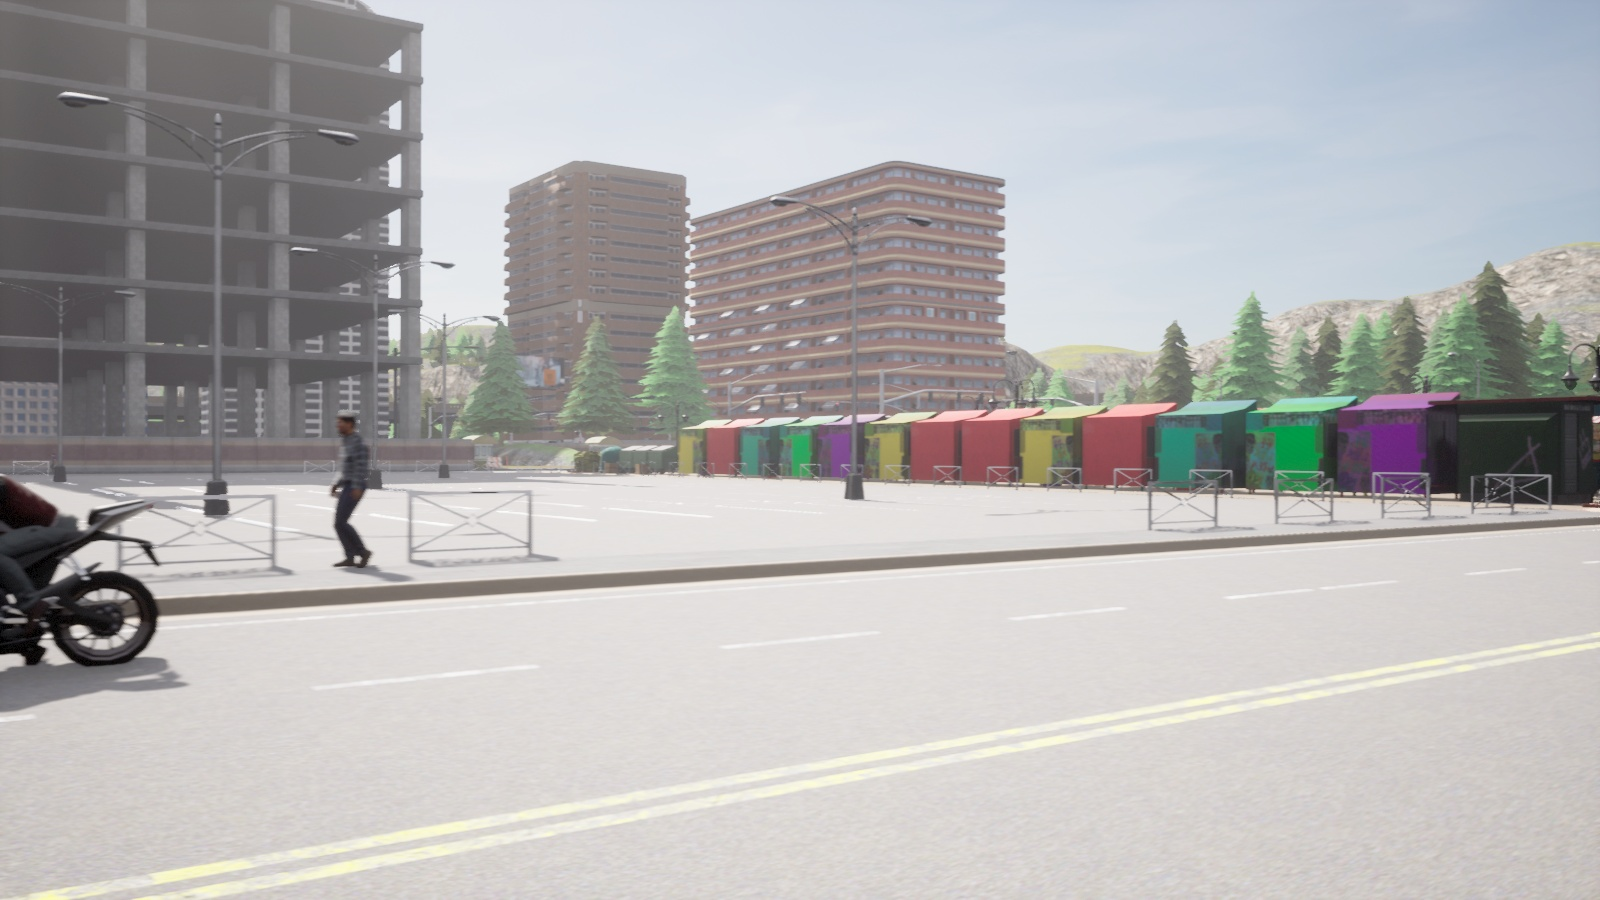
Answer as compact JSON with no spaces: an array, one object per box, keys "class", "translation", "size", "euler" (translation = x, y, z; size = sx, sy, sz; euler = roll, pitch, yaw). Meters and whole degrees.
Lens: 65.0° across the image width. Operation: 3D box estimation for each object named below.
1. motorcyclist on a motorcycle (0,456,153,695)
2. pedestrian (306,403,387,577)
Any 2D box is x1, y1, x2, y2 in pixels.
[{"class":"motorcyclist on a motorcycle","translation":[-5.566,0.812,8.314],"size":[2.191,1.530,0.866],"euler":[0,0,-35]},{"class":"pedestrian","translation":[-5.218,0.449,14.438],"size":[0.788,1.949,0.423],"euler":[0,0,-36]}]
